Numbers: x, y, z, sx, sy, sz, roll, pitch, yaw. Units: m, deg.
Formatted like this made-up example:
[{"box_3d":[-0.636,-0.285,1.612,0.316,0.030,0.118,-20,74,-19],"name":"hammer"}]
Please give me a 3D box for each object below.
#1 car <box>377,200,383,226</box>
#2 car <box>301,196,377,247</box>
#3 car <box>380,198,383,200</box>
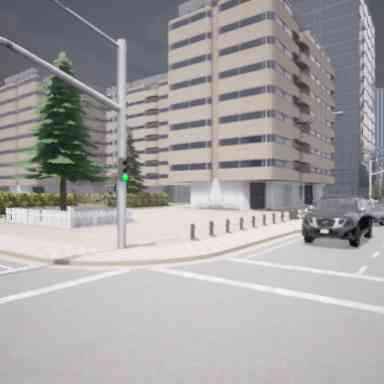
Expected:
[{"box_3d":[12.916,1.550,23.857,2.033,1.411,5.357,0,0,36],"name":"car"},{"box_3d":[6.913,1.225,15.553,2.150,2.045,5.566,0,0,36],"name":"car"},{"box_3d":[18.883,1.354,32.050,2.097,1.767,4.553,0,0,37],"name":"car"}]
